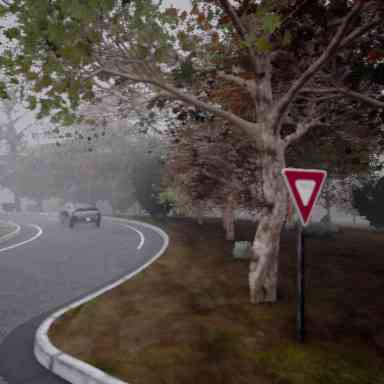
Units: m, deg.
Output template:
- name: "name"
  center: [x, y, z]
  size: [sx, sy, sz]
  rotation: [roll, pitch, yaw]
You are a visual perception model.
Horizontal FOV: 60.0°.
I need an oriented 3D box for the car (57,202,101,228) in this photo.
- name: "car"
  center: [-7.385, 1.386, 21.556]
  size: [2.128, 1.511, 4.902]
  rotation: [0, 0, -32]
